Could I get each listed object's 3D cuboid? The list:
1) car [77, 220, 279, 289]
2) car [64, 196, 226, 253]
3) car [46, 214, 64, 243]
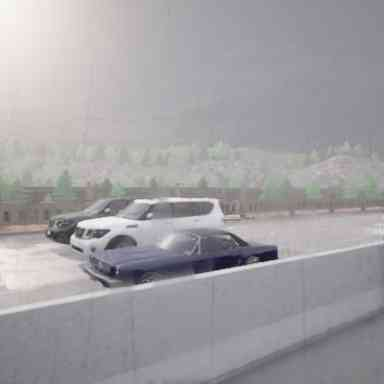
[{"bbox_3d":[-0.101,1.602,8.220,4.718,1.301,1.895,0,0,-36],"label":"car"},{"bbox_3d":[-1.257,1.223,11.693,5.566,2.045,2.150,0,0,-35],"label":"car"},{"bbox_3d":[-3.302,1.223,14.533,5.566,2.045,2.150,0,0,-35],"label":"car"}]
